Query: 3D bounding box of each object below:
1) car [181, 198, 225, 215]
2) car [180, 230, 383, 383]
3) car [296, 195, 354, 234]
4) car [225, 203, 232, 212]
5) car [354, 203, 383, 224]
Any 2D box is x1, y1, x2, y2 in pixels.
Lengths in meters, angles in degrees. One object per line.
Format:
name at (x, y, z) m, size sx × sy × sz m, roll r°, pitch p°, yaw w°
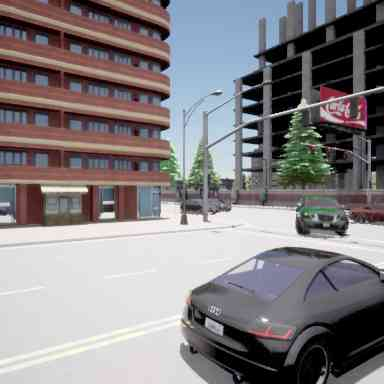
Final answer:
car at (0.765, 1.505, 33.935) m, size 1.837 × 1.490 × 4.892 m, roll 0°, pitch 0°, yaw -36°
car at (1.895, 1.564, 5.115) m, size 4.181 × 1.385 × 1.994 m, roll 0°, pitch 0°, yaw -35°
car at (7.111, 1.220, 18.614) m, size 2.150 × 2.045 × 5.566 m, roll 2°, pitch 1°, yaw 14°
car at (2.466, 1.504, 37.550) m, size 1.837 × 1.490 × 4.892 m, roll 0°, pitch 0°, yaw -36°
car at (13.191, 1.525, 22.741) m, size 1.812 × 1.442 × 4.674 m, roll 0°, pitch 0°, yaw -36°
